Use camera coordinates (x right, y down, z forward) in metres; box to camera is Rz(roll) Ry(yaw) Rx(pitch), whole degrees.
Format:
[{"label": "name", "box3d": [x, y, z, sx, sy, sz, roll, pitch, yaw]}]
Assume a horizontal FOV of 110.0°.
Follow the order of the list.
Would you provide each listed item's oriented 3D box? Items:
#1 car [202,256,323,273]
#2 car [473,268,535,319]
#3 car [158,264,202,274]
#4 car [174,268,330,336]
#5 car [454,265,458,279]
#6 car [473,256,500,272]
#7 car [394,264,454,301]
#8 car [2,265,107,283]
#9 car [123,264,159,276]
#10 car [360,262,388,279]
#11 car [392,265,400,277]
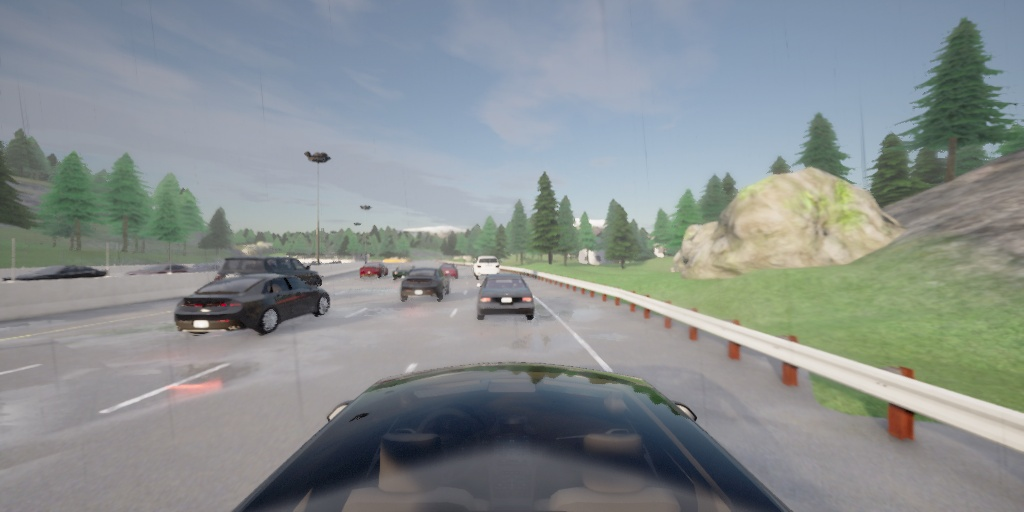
[{"label": "car", "box3d": [-11.075, 1.032, 16.780, 2.150, 2.045, 5.566, 0, 0, -4]}, {"label": "car", "box3d": [-0.290, 1.326, 12.867, 2.033, 1.411, 5.357, 0, 0, -3]}, {"label": "car", "box3d": [-22.804, 1.408, 26.749, 2.033, 1.411, 5.357, 0, 0, -7]}, {"label": "car", "box3d": [-7.217, 1.295, 10.617, 1.837, 1.490, 4.892, 0, 0, -3]}, {"label": "car", "box3d": [-6.128, 1.409, 34.223, 1.994, 1.385, 4.181, 0, 0, -9]}, {"label": "car", "box3d": [-2.384, 1.056, 33.076, 2.150, 2.045, 5.566, 0, 0, -8]}, {"label": "car", "box3d": [-4.146, 1.303, 17.625, 1.837, 1.490, 4.892, 0, 0, -4]}, {"label": "car", "box3d": [-29.507, 1.343, 23.394, 1.882, 1.535, 5.008, 0, 0, -6]}, {"label": "car", "box3d": [-26.431, 1.346, 27.066, 1.882, 1.535, 5.008, 0, 0, -8]}, {"label": "car", "box3d": [-13.300, 1.339, 34.813, 1.882, 1.535, 5.008, 0, 0, -9]}, {"label": "car", "box3d": [-9.287, 1.446, 31.904, 1.895, 1.301, 4.718, 0, 0, -8]}]
